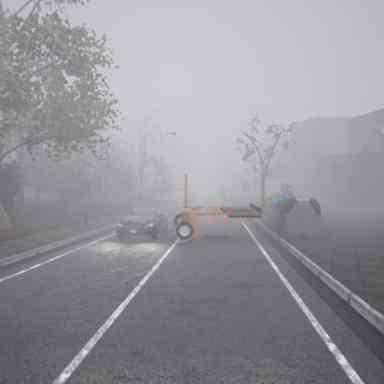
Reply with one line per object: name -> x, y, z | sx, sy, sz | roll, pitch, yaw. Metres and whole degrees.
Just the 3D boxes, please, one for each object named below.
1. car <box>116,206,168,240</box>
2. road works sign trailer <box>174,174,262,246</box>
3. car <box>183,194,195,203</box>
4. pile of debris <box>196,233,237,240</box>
car -> -2.349, 1.438, 16.748 | 1.812, 1.442, 4.674 | 0, 0, 5
road works sign trailer -> 1.028, 0.657, 14.521 | 3.560, 2.880, 2.380 | 0, 5, -5
car -> -0.595, 1.096, 60.271 | 2.097, 1.767, 4.553 | -1, 0, -4
pile of debris -> 1.159, 2.102, 15.818 | 1.860, 0.140, 1.500 | 0, 0, 3
